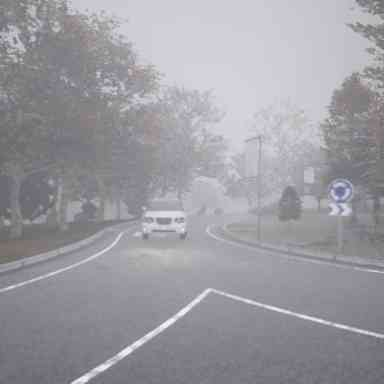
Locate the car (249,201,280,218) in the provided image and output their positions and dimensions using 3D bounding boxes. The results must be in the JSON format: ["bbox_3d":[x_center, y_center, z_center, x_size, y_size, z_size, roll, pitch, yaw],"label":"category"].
[{"bbox_3d":[8.311,1.757,35.460,4.553,1.767,2.097,1,0,-21],"label":"car"}]

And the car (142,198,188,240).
[{"bbox_3d":[-1.478,1.351,18.288,2.150,2.045,5.566,1,0,-3],"label":"car"}]
